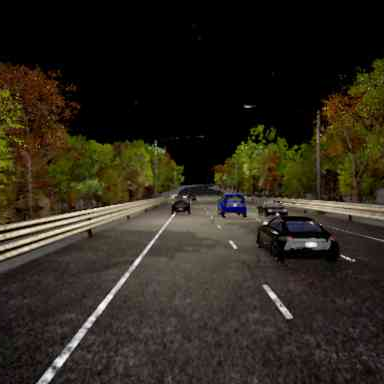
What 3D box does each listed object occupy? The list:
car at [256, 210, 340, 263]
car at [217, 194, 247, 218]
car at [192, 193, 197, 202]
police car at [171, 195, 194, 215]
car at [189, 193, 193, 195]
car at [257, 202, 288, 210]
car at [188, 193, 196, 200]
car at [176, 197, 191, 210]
[{"bbox_3d":[3.592,1.551,12.010,1.994,1.385,4.181,0,0,0],"label":"car"},{"bbox_3d":[3.581,1.187,30.314,2.150,2.045,5.566,0,0,0],"label":"car"},{"bbox_3d":[-0.040,1.229,68.995,1.882,1.535,5.008,0,0,0],"label":"car"},{"bbox_3d":[-1.070,1.387,33.823,1.930,1.638,5.238,0,0,0],"label":"police car"},{"bbox_3d":[-1.079,1.399,49.908,1.801,1.575,5.366,0,0,0],"label":"car"},{"bbox_3d":[7.082,1.568,29.803,1.895,1.301,4.718,0,0,0],"label":"car"},{"bbox_3d":[-0.050,1.066,87.423,2.097,1.767,4.553,0,1,0],"label":"car"},{"bbox_3d":[-1.075,1.456,43.715,1.837,1.490,4.892,0,0,0],"label":"car"}]
